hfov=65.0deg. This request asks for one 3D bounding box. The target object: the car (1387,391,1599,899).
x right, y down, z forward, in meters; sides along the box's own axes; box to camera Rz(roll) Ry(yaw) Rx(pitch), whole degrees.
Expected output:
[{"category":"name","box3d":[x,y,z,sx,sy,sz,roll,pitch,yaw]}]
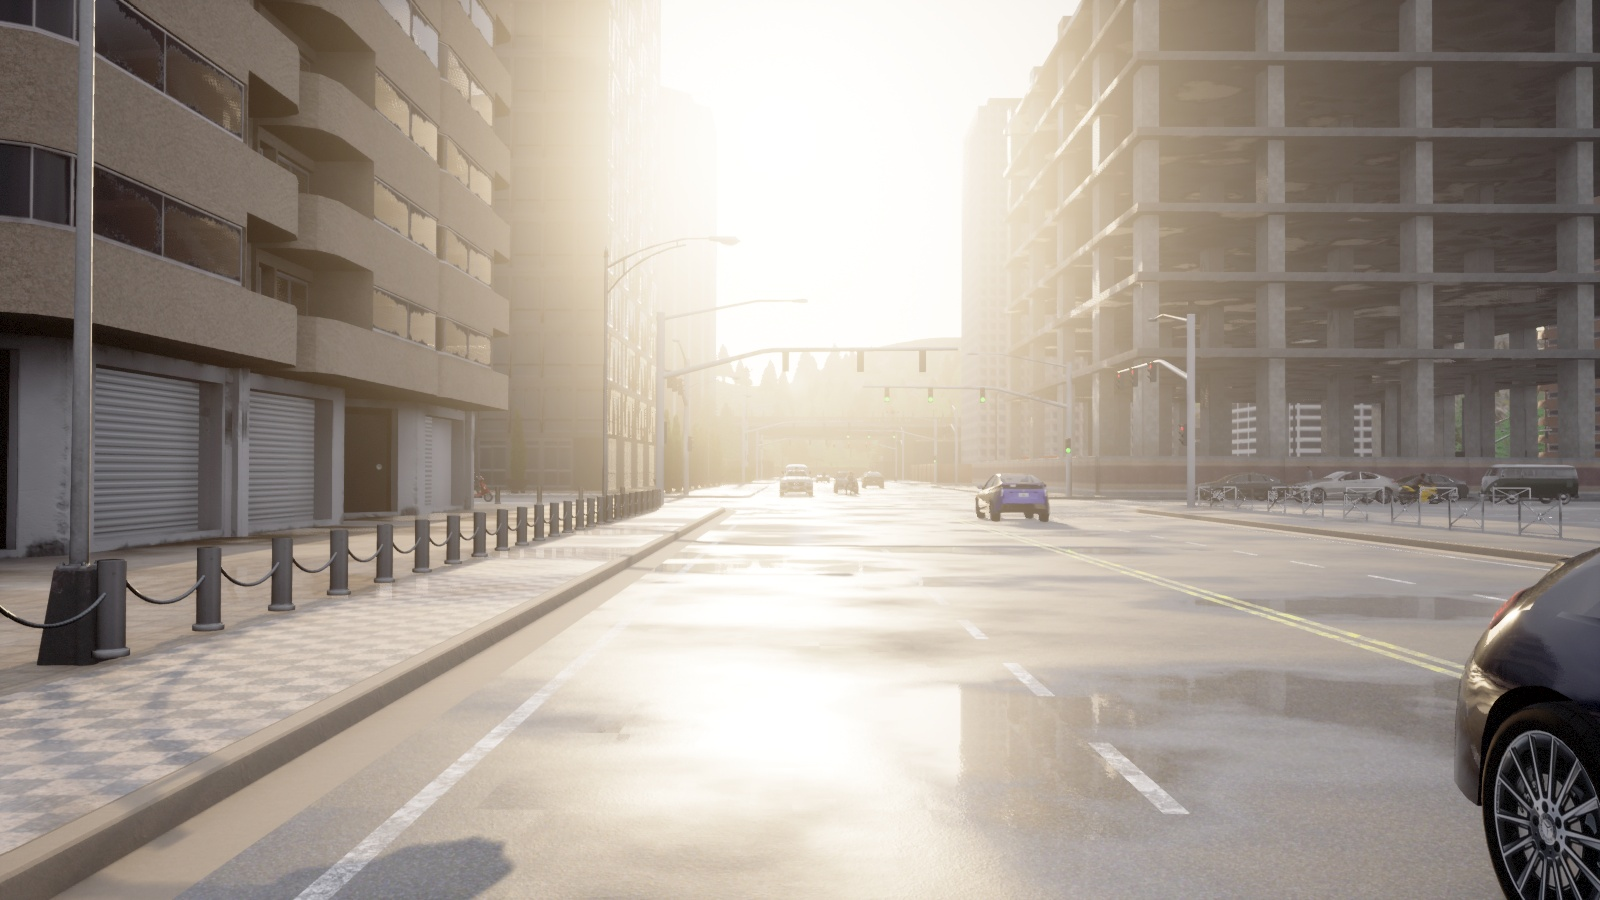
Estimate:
[{"category":"car","box3d":[3.492,0.623,2.625,2.152,1.651,5.027,0,-1,0]}]

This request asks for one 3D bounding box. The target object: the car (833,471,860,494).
[{"category":"car","box3d":[3.265,2.267,88.743,1.789,1.549,3.705,0,-1,0]}]

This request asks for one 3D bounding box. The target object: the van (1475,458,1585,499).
[{"category":"van","box3d":[36.441,1.418,62.785,4.442,1.987,1.775,0,-1,0]}]

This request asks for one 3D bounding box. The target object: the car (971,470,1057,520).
[{"category":"car","box3d":[6.891,1.418,40.839,2.007,1.525,4.514,0,-1,0]}]

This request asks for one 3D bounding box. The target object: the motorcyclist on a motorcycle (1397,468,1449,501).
[{"category":"motorcyclist on a motorcycle","box3d":[29.359,1.616,59.238,2.044,1.523,0.797,0,-1,0]}]

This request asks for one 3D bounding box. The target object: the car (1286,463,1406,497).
[{"category":"car","box3d":[27.222,1.480,62.726,5.027,1.651,2.152,0,-1,0]}]

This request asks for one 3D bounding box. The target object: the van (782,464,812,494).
[{"category":"van","box3d":[-0.235,2.027,88.835,2.069,2.038,4.480,0,-1,0]}]

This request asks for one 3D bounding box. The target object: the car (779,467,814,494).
[{"category":"car","box3d":[-0.211,1.928,79.617,2.152,1.651,5.027,0,-1,0]}]

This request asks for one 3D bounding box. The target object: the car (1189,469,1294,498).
[{"category":"car","box3d":[23.227,1.780,66.199,4.892,1.490,1.837,0,-1,0]}]

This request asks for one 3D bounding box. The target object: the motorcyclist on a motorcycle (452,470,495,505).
[{"category":"motorcyclist on a motorcycle","box3d":[-15.234,1.756,58.636,1.817,1.590,0.866,0,-1,0]}]

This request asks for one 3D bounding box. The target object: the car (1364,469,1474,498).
[{"category":"car","box3d":[32.643,1.743,66.259,4.892,1.490,1.837,0,-1,-1]}]
